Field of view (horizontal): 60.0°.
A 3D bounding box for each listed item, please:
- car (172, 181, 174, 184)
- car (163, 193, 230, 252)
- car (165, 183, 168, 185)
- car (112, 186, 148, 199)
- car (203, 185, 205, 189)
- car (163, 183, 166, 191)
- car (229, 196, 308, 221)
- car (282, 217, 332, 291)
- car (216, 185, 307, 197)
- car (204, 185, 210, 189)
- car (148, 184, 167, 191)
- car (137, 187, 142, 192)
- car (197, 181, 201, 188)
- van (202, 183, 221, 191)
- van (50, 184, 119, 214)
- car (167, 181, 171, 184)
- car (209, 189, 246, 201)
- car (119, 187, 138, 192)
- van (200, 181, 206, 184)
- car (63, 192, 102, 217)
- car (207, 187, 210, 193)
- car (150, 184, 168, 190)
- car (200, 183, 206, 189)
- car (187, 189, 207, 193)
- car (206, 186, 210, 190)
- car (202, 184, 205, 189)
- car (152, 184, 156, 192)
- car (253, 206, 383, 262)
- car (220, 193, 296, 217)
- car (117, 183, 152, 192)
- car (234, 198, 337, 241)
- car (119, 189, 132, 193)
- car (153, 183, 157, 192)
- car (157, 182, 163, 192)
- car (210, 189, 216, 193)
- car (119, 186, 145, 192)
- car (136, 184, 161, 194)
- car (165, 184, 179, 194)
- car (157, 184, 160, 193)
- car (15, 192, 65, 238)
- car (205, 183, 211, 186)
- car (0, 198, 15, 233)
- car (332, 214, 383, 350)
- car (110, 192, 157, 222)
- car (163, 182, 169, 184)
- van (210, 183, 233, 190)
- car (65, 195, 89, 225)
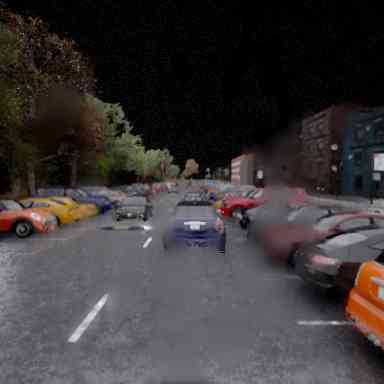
[{"bbox_3d":[-8.562,-1.653,93.145,5.566,2.045,2.435,0,2,0],"label":"car"},{"bbox_3d":[0.096,1.102,12.875,2.097,1.767,4.553,0,2,0],"label":"car"},{"bbox_3d":[-8.540,-0.736,73.671,5.008,1.535,2.097,0,2,0],"label":"car"},{"bbox_3d":[-8.506,0.068,45.831,4.553,1.767,2.185,0,2,0],"label":"car"},{"bbox_3d":[4.573,-0.052,54.207,4.792,1.488,2.163,0,2,0],"label":"car"},{"bbox_3d":[-8.505,-0.612,70.887,4.792,1.488,2.163,0,2,0],"label":"car"},{"bbox_3d":[4.544,1.121,18.042,4.674,1.452,2.002,0,2,0],"label":"car"},{"bbox_3d":[4.538,1.407,6.894,4.674,1.452,2.002,0,1,0],"label":"car"},{"bbox_3d":[4.513,0.742,20.815,5.566,2.045,2.435,0,2,0],"label":"car"},{"bbox_3d":[4.728,0.190,45.860,5.366,1.575,1.946,0,2,0],"label":"car"},{"bbox_3d":[-8.503,-1.147,82.015,4.553,1.767,2.185,0,2,0],"label":"car"},{"bbox_3d":[-8.544,0.464,37.485,4.892,1.521,2.231,0,2,0],"label":"car"},{"bbox_3d":[4.573,-1.082,76.451,5.566,2.045,2.435,0,2,0],"label":"car"},{"bbox_3d":[4.662,-1.148,79.110,4.442,1.987,1.878,0,2,0],"label":"van"},{"bbox_3d":[-8.422,0.592,26.344,4.442,1.987,1.878,0,2,0],"label":"van"},{"bbox_3d":[-8.563,-1.173,79.103,5.566,2.045,2.435,0,2,0],"label":"car"},{"bbox_3d":[4.540,0.324,43.080,4.674,1.452,2.002,0,2,0],"label":"car"},{"bbox_3d":[-8.543,0.552,34.701,5.008,1.535,2.097,0,2,0],"label":"car"},{"bbox_3d":[4.662,-0.962,73.671,4.442,1.987,1.878,0,2,0],"label":"van"},{"bbox_3d":[-8.724,0.991,20.783,5.366,1.575,1.946,0,2,0],"label":"car"},{"bbox_3d":[4.537,0.462,37.514,5.008,1.535,2.097,0,2,0],"label":"car"},{"bbox_3d":[-8.565,-1.333,87.457,4.553,1.767,2.185,0,2,0],"label":"car"},{"bbox_3d":[4.538,-0.452,65.334,4.892,1.521,2.231,0,2,0],"label":"car"},{"bbox_3d":[0.101,0.699,32.239,2.033,1.411,5.357,0,2,0],"label":"car"},{"bbox_3d":[4.548,0.373,40.296,5.008,1.535,2.097,0,2,0],"label":"car"},{"bbox_3d":[4.541,-0.226,59.771,4.674,1.452,2.002,0,2,0],"label":"car"},{"bbox_3d":[-8.531,0.011,51.402,5.008,1.535,2.097,0,2,0],"label":"car"},{"bbox_3d":[4.547,1.308,9.682,5.008,1.535,2.097,0,1,0],"label":"car"},{"bbox_3d":[4.547,0.905,23.605,5.008,1.535,2.097,0,2,0],"label":"car"},{"bbox_3d":[-8.509,0.033,43.045,5.566,2.045,2.435,0,2,0],"label":"car"},{"bbox_3d":[4.570,1.194,15.257,4.792,1.488,2.163,0,2,0],"label":"car"},{"bbox_3d":[-8.540,0.682,31.919,4.674,1.452,2.002,0,2,0],"label":"car"},{"bbox_3d":[-8.504,-0.206,54.181,4.553,1.767,2.185,0,2,0],"label":"car"},{"bbox_3d":[-8.508,-0.517,59.746,5.566,2.045,2.435,0,2,0],"label":"car"},{"bbox_3d":[4.356,0.814,26.386,5.366,1.575,1.946,0,2,0],"label":"car"},{"bbox_3d":[-8.566,0.404,40.267,4.792,1.488,2.163,0,2,0],"label":"car"},{"bbox_3d":[-8.567,-0.578,65.316,4.553,1.767,2.185,0,2,0],"label":"car"},{"bbox_3d":[-3.525,-0.294,63.073,1.994,1.385,4.181,0,2,1],"label":"car"},{"bbox_3d":[-8.541,-0.173,56.968,5.008,1.535,2.097,0,2,0],"label":"car"},{"bbox_3d":[-8.570,1.044,15.089,4.553,1.767,2.185,0,2,0],"label":"car"},{"bbox_3d":[4.574,-0.024,48.638,4.553,1.767,2.185,0,2,0],"label":"car"},{"bbox_3d":[-8.568,1.061,9.507,5.566,2.045,2.435,0,1,0],"label":"car"},{"bbox_3d":[4.509,1.293,4.104,4.553,1.767,2.185,0,1,0],"label":"car"},{"bbox_3d":[-3.598,0.997,21.483,1.837,1.490,4.892,0,2,0],"label":"car"},{"bbox_3d":[-8.720,-0.830,76.329,5.366,1.575,1.946,0,2,0],"label":"car"},{"bbox_3d":[4.425,0.326,34.725,4.442,1.987,1.878,0,2,0],"label":"van"},{"bbox_3d":[-8.534,1.086,17.877,5.008,1.535,2.097,0,2,0],"label":"car"}]
